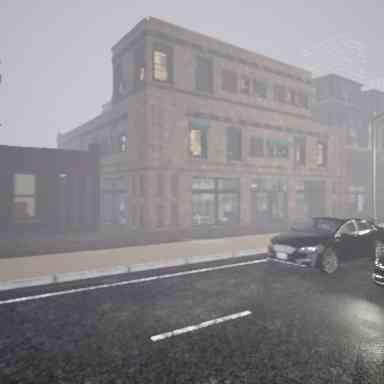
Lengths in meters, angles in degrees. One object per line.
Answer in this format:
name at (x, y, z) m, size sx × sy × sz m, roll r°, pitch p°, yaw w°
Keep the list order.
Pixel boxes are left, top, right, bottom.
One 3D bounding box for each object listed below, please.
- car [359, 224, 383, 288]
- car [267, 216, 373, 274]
car at (6.370, 1.591, 8.223) m, size 4.892 × 1.490 × 1.837 m, roll 1°, pitch 0°, yaw -35°
car at (4.563, 1.579, 10.927) m, size 4.902 × 1.511 × 2.128 m, roll 1°, pitch 0°, yaw -35°
